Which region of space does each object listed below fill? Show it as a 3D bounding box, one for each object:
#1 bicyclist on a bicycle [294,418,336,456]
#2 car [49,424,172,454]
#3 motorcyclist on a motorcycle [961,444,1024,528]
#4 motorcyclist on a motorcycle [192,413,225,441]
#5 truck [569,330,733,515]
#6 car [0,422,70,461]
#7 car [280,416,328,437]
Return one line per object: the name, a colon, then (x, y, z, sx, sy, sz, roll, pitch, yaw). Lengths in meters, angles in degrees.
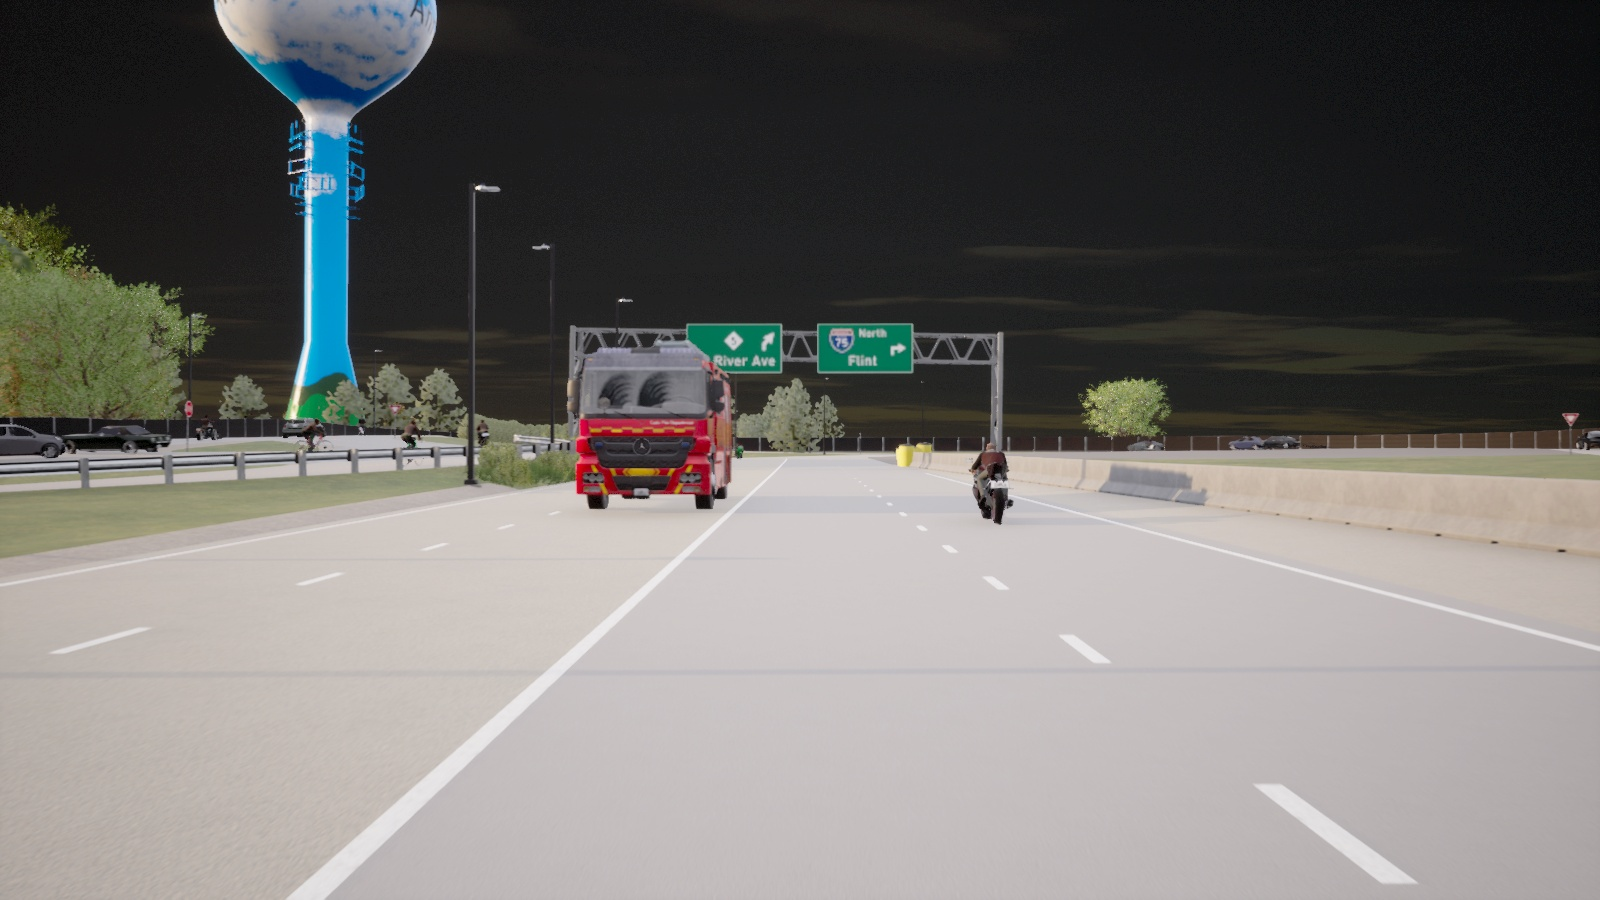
bicyclist on a bicycle: (-21.242, -0.587, 55.049, 1.656, 1.620, 0.582, -1, 1, -16)
car: (-31.916, -0.522, 58.220, 4.718, 1.301, 1.895, 0, 3, 4)
motorcyclist on a motorcycle: (3.653, 0.650, 23.982, 0.866, 1.530, 2.191, 0, 0, 0)
motorcyclist on a motorcycle: (-36.596, -1.433, 77.677, 0.766, 1.649, 2.350, 0, 2, 5)
truck: (-3.310, -0.595, 30.273, 2.891, 3.827, 8.468, 0, 0, 0)
car: (-33.341, -0.369, 53.580, 3.633, 1.501, 1.845, -2, 3, -34)
car: (-35.767, -1.685, 90.680, 1.970, 1.475, 3.806, 0, 1, 0)
